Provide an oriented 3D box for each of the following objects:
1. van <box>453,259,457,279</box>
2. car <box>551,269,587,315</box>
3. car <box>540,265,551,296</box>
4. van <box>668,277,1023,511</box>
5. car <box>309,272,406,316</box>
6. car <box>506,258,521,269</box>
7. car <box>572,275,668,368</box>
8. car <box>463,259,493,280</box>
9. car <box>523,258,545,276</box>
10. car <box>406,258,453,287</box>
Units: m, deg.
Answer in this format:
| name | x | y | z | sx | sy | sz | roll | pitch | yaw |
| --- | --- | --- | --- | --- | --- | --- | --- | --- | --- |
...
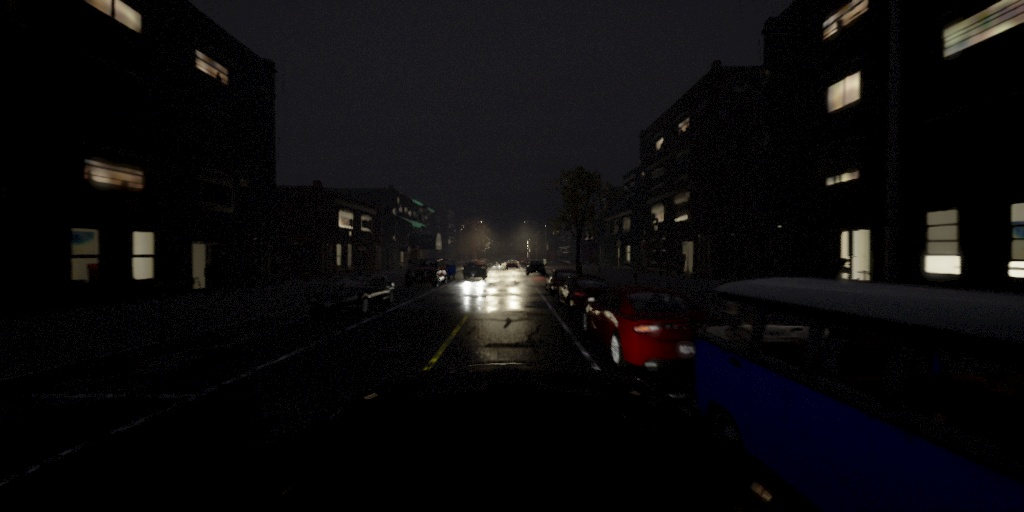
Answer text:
| name | x | y | z | sx | sy | sz | roll | pitch | yaw |
| --- | --- | --- | --- | --- | --- | --- | --- | --- | --- |
| van | -5.678 | 1.082 | 29.925 | 1.690 | 1.789 | 3.998 | 0 | 0 | 0 |
| car | 2.698 | 1.328 | 13.280 | 1.802 | 1.307 | 4.207 | 0 | 0 | 0 |
| car | 2.700 | 1.327 | 18.828 | 1.802 | 1.307 | 4.207 | 0 | 0 | 0 |
| van | 2.694 | 1.091 | 2.183 | 1.690 | 1.789 | 3.998 | 0 | 0 | 0 |
| car | -5.683 | 1.297 | 13.280 | 2.007 | 1.370 | 4.403 | 0 | 0 | 0 |
| car | 0.018 | 1.332 | 56.408 | 1.895 | 1.301 | 4.718 | 0 | 0 | 0 |
| car | 2.696 | 1.293 | 7.731 | 1.888 | 1.381 | 4.507 | 0 | 0 | 0 |
| car | -3.085 | 1.232 | 31.029 | 2.128 | 1.511 | 4.902 | 0 | 0 | 0 |
| car | 2.366 | 1.243 | 36.752 | 1.837 | 1.490 | 4.892 | 0 | 0 | 0 |
| car | -5.679 | 1.058 | 24.377 | 2.192 | 1.841 | 5.009 | 0 | 0 | 0 |
